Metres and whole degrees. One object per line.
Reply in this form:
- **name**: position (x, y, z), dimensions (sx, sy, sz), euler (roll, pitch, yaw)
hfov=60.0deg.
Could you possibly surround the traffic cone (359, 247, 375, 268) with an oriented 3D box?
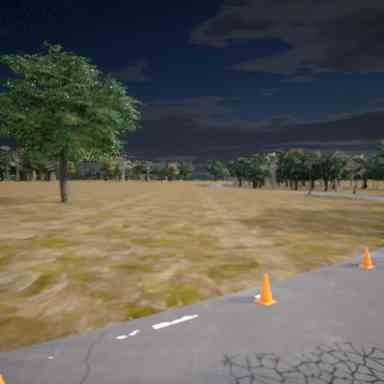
- **traffic cone**: position (5.219, 1.936, 9.935), dimensions (0.340, 0.580, 0.340), euler (0, 0, -42)

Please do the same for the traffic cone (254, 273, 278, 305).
- **traffic cone**: position (1.510, 1.944, 6.783), dimensions (0.340, 0.580, 0.340), euler (0, 0, -39)
